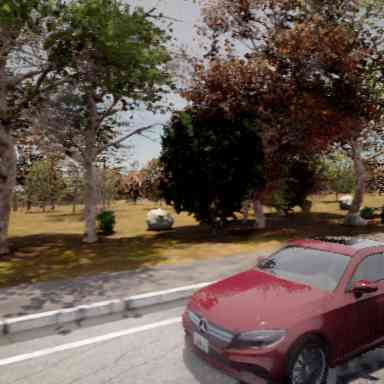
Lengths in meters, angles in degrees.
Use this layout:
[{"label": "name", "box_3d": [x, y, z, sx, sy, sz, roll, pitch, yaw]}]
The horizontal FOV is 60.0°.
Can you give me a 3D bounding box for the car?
[{"label": "car", "box_3d": [2.099, 1.466, 5.064, 4.674, 1.442, 1.812, -1, 1, -31]}]
